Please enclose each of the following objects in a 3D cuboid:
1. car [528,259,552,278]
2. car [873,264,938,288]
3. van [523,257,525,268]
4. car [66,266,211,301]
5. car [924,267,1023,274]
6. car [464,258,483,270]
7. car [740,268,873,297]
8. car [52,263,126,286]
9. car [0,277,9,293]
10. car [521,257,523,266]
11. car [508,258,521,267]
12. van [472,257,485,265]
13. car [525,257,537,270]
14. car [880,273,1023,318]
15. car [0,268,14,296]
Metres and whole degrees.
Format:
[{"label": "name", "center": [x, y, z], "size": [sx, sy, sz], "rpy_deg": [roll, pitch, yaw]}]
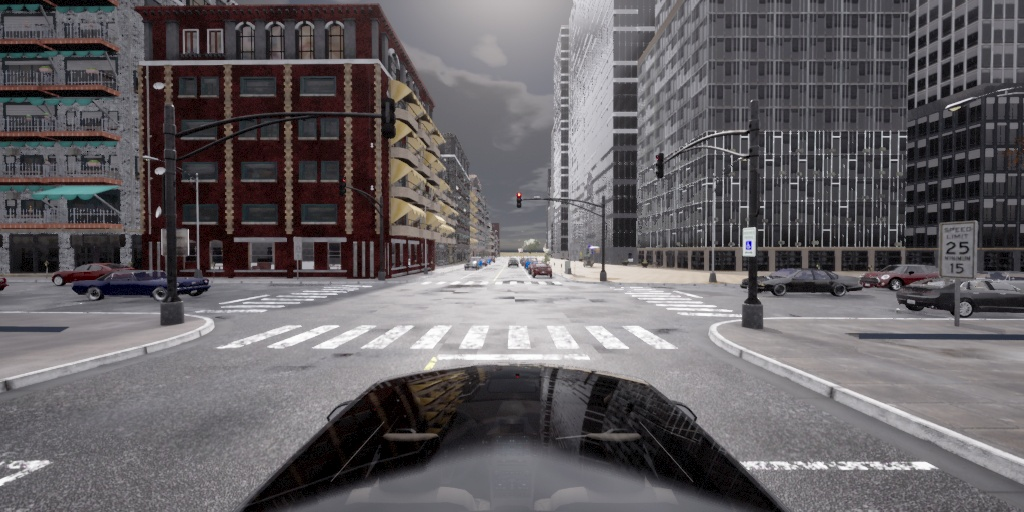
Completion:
[{"label": "car", "center": [2.736, 1.270, 33.394], "size": [1.888, 1.381, 4.507], "rpy_deg": [0, 0, 0]}, {"label": "car", "center": [23.423, 1.229, 21.582], "size": [4.097, 1.591, 1.967], "rpy_deg": [0, 0, 1]}, {"label": "van", "center": [2.779, 1.042, 50.331], "size": [1.690, 1.789, 3.998], "rpy_deg": [0, 0, 0]}, {"label": "car", "center": [-16.639, 1.299, 16.300], "size": [4.718, 1.301, 1.895], "rpy_deg": [0, 1, 1]}, {"label": "car", "center": [25.258, 1.442, 18.819], "size": [4.718, 1.301, 1.895], "rpy_deg": [0, 1, 1]}, {"label": "car", "center": [-5.569, 1.267, 50.319], "size": [1.948, 1.339, 4.313], "rpy_deg": [0, 0, 0]}, {"label": "car", "center": [15.231, 1.342, 18.987], "size": [5.357, 1.411, 2.033], "rpy_deg": [0, 1, 1]}, {"label": "car", "center": [-25.805, 1.109, 22.355], "size": [4.507, 1.381, 1.888], "rpy_deg": [0, 0, 1]}, {"label": "car", "center": [-22.594, 1.259, 13.690], "size": [4.507, 1.381, 1.888], "rpy_deg": [0, 0, 1]}, {"label": "car", "center": [2.792, 1.238, 55.977], "size": [1.888, 1.381, 4.507], "rpy_deg": [0, 0, 0]}, {"label": "car", "center": [0.256, 1.279, 64.036], "size": [1.895, 1.301, 4.718], "rpy_deg": [0, 0, 0]}, {"label": "van", "center": [-5.556, 1.033, 55.965], "size": [1.690, 1.789, 3.998], "rpy_deg": [0, 0, 0]}, {"label": "car", "center": [2.750, 1.157, 39.039], "size": [1.967, 1.591, 4.097], "rpy_deg": [0, 0, 0]}, {"label": "car", "center": [16.743, 1.445, 13.052], "size": [4.403, 1.370, 2.007], "rpy_deg": [0, 0, 1]}, {"label": "car", "center": [-26.518, 1.254, 16.462], "size": [4.718, 1.301, 1.895], "rpy_deg": [0, 1, 1]}]
